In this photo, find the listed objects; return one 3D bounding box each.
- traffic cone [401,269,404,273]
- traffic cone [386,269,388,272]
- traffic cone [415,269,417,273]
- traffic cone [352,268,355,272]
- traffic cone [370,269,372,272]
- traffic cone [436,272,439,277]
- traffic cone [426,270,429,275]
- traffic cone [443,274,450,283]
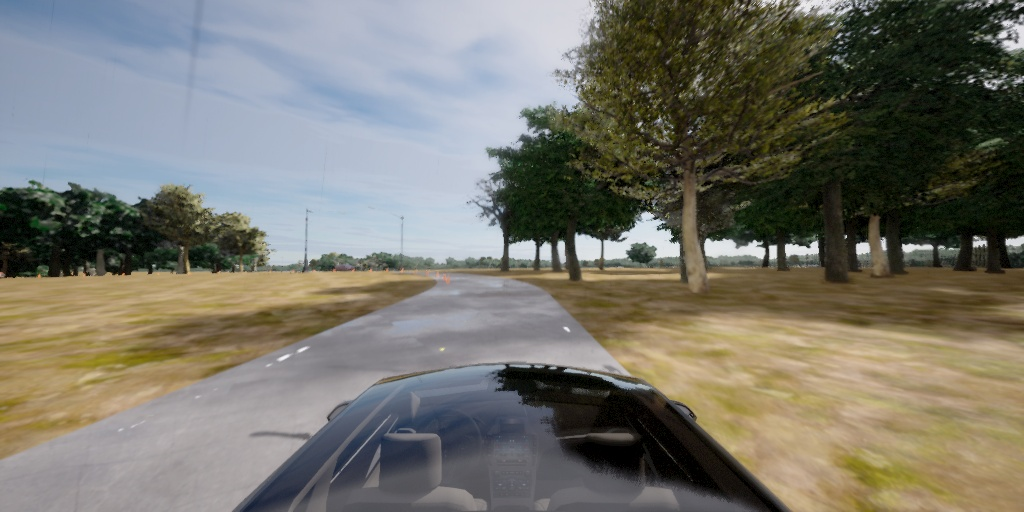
[{"bbox_3d":[-14.969,1.953,48.823,0.340,0.580,0.340,0,0,-40],"label":"traffic cone"},{"bbox_3d":[-18.209,2.029,52.251,0.340,0.580,0.340,0,0,44],"label":"traffic cone"},{"bbox_3d":[-12.104,1.896,45.074,0.340,0.580,0.340,0,0,-34],"label":"traffic cone"},{"bbox_3d":[-25.669,2.226,58.002,0.340,0.580,0.340,0,0,32],"label":"traffic cone"},{"bbox_3d":[-21.789,2.120,55.323,0.340,0.580,0.340,0,0,38],"label":"traffic cone"},{"bbox_3d":[-7.619,1.844,36.781,0.340,0.580,0.340,0,0,-22],"label":"traffic cone"},{"bbox_3d":[-9.645,1.860,41.046,0.340,0.580,0.340,0,0,-28],"label":"traffic cone"},{"bbox_3d":[-4.950,1.802,27.737,0.340,0.580,0.340,0,0,-10],"label":"traffic cone"}]
